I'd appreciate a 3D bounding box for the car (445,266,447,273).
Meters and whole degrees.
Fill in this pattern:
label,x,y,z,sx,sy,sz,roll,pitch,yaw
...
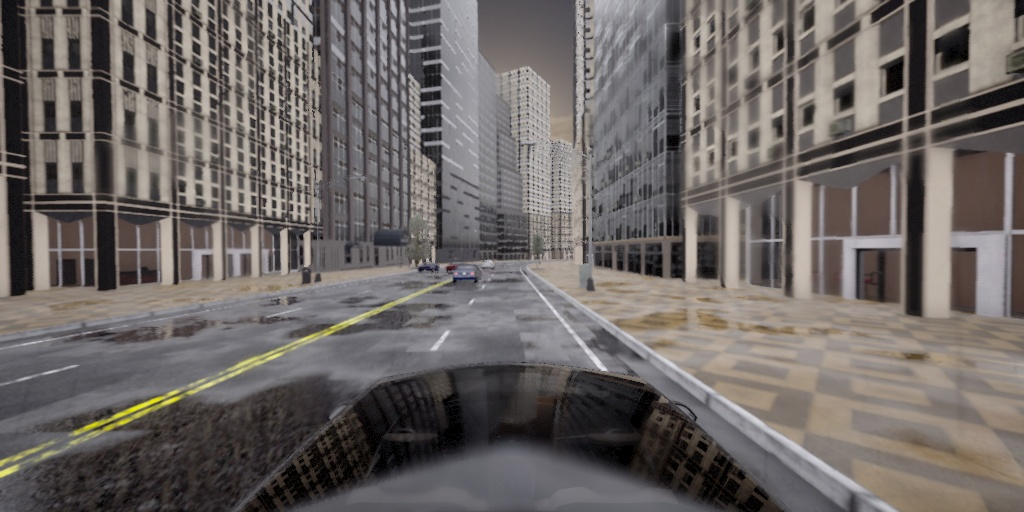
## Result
label,x,y,z,sx,sy,sz,roll,pitch,yaw
car,-6.956,1.367,44.263,1.895,1.301,4.718,0,0,-1

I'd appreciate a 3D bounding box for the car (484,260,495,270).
label,x,y,z,sx,sy,sz,roll,pitch,yaw
car,-3.524,1.267,53.584,1.812,1.442,4.674,0,0,1

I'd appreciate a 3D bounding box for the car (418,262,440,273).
label,x,y,z,sx,sy,sz,roll,pitch,yaw
car,-10.205,1.390,44.111,1.895,1.301,4.718,0,0,0

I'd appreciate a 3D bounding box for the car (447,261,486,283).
label,x,y,z,sx,sy,sz,roll,pitch,yaw
car,-3.421,1.299,27.958,2.033,1.411,5.357,0,0,-1
